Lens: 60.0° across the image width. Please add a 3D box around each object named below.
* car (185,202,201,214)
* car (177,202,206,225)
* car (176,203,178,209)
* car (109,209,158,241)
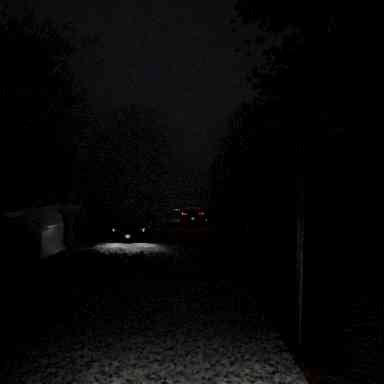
[{"bbox_3d":[0.206,2.000,42.909,2.033,1.411,5.357,0,-1,2],"label":"car"},{"bbox_3d":[0.055,1.683,25.224,1.812,1.442,4.674,0,-1,0],"label":"car"},{"bbox_3d":[-1.734,2.393,59.788,1.994,1.385,4.181,0,-2,5],"label":"car"},{"bbox_3d":[-2.873,1.623,17.542,2.033,1.411,5.357,0,0,0],"label":"car"}]
